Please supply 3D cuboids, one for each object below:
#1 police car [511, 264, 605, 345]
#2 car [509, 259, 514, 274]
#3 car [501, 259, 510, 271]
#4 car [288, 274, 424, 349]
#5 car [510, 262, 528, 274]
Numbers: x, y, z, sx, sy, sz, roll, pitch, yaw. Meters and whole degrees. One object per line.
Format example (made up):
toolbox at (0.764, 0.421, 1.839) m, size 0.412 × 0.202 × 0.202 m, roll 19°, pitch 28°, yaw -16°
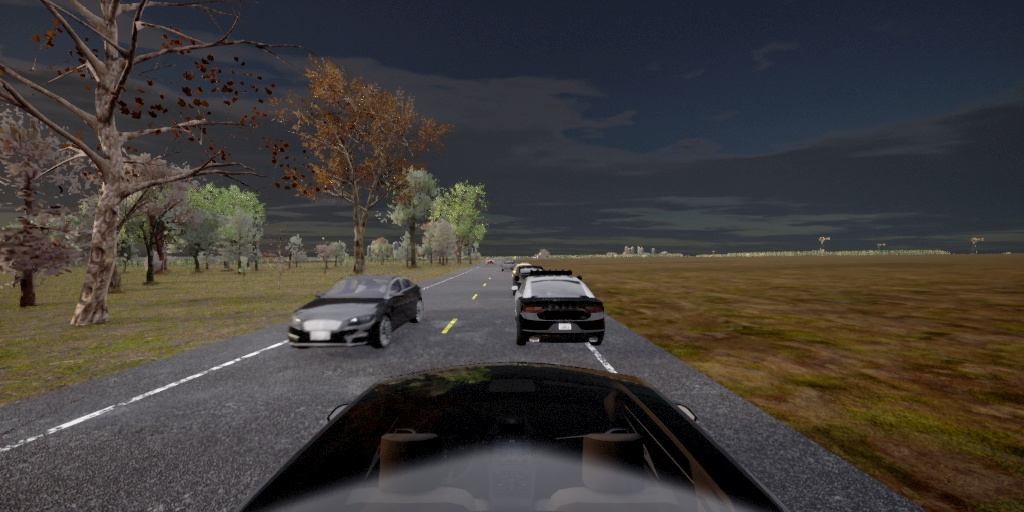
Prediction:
police car at (1.022, 1.176, 9.599) m, size 1.930 × 1.638 × 5.238 m, roll 0°, pitch 0°, yaw 0°
car at (0.892, 1.215, 25.695) m, size 1.801 × 1.575 × 5.366 m, roll 0°, pitch 0°, yaw -1°
car at (-0.468, 1.273, 48.561) m, size 2.128 × 1.511 × 4.902 m, roll 0°, pitch 0°, yaw -1°
car at (-3.632, 1.242, 9.226) m, size 2.128 × 1.511 × 4.902 m, roll 0°, pitch 0°, yaw 0°
car at (0.952, 1.261, 19.499) m, size 1.837 × 1.490 × 4.892 m, roll 0°, pitch 0°, yaw 0°
